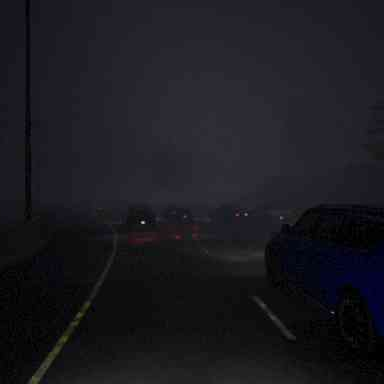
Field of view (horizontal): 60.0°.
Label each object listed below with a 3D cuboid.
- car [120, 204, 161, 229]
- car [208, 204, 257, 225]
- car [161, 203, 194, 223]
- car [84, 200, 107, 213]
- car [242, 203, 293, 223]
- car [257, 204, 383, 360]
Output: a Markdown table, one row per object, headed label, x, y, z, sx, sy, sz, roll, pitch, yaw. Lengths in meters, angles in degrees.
| label | x | y | z | sx | sy | sz | roll | pitch | yaw |
| --- | --- | --- | --- | --- | --- | --- | --- | --- | --- |
| car | -3.611 | 1.575 | 22.119 | 1.837 | 1.490 | 4.892 | 0 | 0 | -17 |
| car | 2.884 | 1.599 | 24.942 | 2.033 | 1.411 | 5.357 | 0 | 0 | -18 |
| car | -1.247 | 1.596 | 26.115 | 1.812 | 1.442 | 4.674 | 0 | 0 | -18 |
| car | -11.552 | 1.670 | 39.780 | 1.812 | 1.442 | 4.674 | 0 | 0 | -30 |
| car | 5.923 | 1.645 | 26.723 | 1.895 | 1.301 | 4.718 | 0 | 0 | -18 |
| car | 3.102 | 1.225 | 6.167 | 2.150 | 2.045 | 5.566 | 0 | 0 | -5 |
